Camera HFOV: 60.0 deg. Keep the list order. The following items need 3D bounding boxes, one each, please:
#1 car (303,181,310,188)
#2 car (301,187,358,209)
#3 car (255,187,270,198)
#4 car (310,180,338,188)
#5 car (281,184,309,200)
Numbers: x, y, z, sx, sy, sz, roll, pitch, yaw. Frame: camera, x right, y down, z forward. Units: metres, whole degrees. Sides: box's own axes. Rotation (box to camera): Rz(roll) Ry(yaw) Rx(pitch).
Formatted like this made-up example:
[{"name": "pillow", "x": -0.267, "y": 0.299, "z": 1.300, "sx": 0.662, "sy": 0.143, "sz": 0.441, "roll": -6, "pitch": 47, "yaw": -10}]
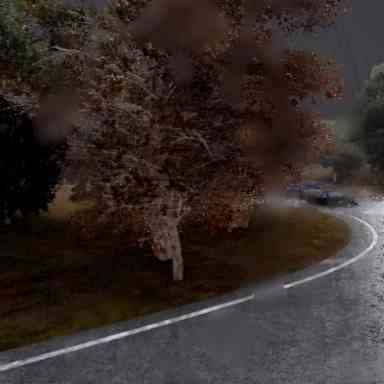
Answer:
[{"name": "car", "x": 21.732, "y": -1.330, "z": 62.354, "sx": 4.553, "sy": 1.767, "sz": 2.097, "roll": -4, "pitch": 3, "yaw": -25}, {"name": "car", "x": 12.310, "y": 0.632, "z": 29.726, "sx": 2.033, "sy": 1.411, "sz": 5.357, "roll": -3, "pitch": 2, "yaw": -11}, {"name": "car", "x": 10.468, "y": -0.053, "z": 49.258, "sx": 1.882, "sy": 1.535, "sz": 5.008, "roll": -3, "pitch": 2, "yaw": 19}, {"name": "car", "x": 24.030, "y": -1.151, "z": 59.824, "sx": 4.181, "sy": 1.385, "sz": 1.994, "roll": -4, "pitch": 2, "yaw": -22}, {"name": "car", "x": 12.783, "y": 0.078, "z": 42.314, "sx": 1.882, "sy": 1.535, "sz": 5.008, "roll": -4, "pitch": 2, "yaw": 1}]
